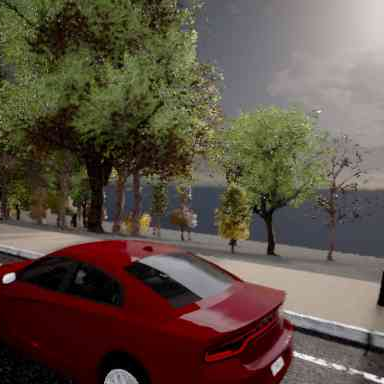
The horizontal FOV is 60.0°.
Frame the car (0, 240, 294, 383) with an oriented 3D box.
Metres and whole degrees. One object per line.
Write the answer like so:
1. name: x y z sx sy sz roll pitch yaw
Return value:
1. car: -1.211 1.410 4.539 5.008 1.535 1.882 1 1 36
